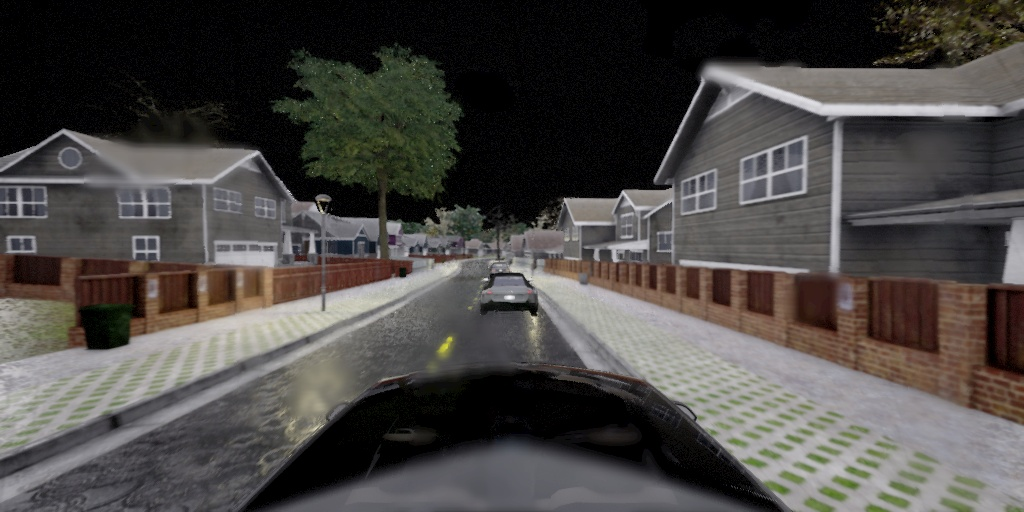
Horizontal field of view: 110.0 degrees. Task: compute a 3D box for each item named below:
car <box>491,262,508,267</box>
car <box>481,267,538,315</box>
[{"bbox_3d":[-1.172,1.284,33.005,2.033,1.411,5.357,0,0,-4],"label":"car"},{"bbox_3d":[-0.133,1.307,13.575,1.994,1.385,4.181,0,0,-2],"label":"car"}]
